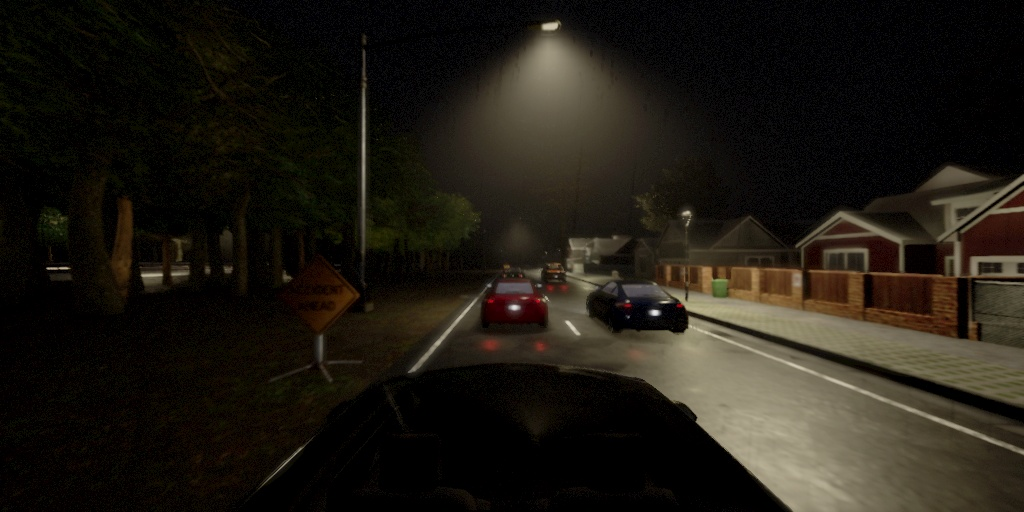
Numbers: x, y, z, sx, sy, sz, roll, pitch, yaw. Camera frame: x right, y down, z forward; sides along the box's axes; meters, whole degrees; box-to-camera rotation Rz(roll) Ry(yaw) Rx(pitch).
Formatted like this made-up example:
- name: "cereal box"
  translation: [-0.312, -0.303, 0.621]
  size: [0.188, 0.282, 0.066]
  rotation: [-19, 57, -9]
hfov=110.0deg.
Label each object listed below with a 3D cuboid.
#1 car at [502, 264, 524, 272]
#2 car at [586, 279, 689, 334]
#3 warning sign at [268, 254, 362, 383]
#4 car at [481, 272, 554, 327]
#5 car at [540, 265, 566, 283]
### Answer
- name: "car"
  translation: [0.085, 1.599, 29.994]
  size: [1.895, 1.301, 4.718]
  rotation: [0, -1, 0]
- name: "car"
  translation: [3.575, 1.395, 10.929]
  size: [1.994, 1.385, 4.181]
  rotation: [0, 0, 0]
- name: "warning sign"
  translation: [-3.050, 0.900, 5.666]
  size: [1.300, 1.860, 1.060]
  rotation: [0, 0, 0]
- name: "car"
  translation: [0.081, 1.404, 11.890]
  size: [1.994, 1.385, 4.181]
  rotation: [0, 0, 0]
- name: "car"
  translation: [3.585, 1.505, 31.588]
  size: [2.128, 1.511, 4.902]
  rotation: [0, -1, 0]
